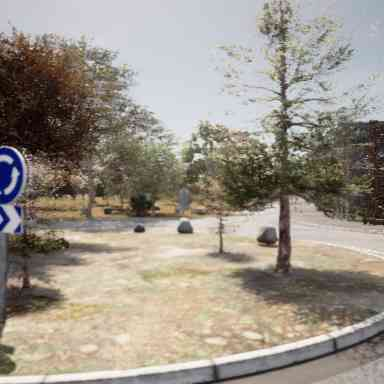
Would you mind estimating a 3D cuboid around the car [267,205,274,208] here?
[{"bbox_3d":[16.654,2.624,72.694,1.812,1.442,4.674,0,0,20],"label":"car"}]

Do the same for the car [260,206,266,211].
[{"bbox_3d":[11.476,2.604,58.152,1.812,1.442,4.674,0,0,20],"label":"car"}]
